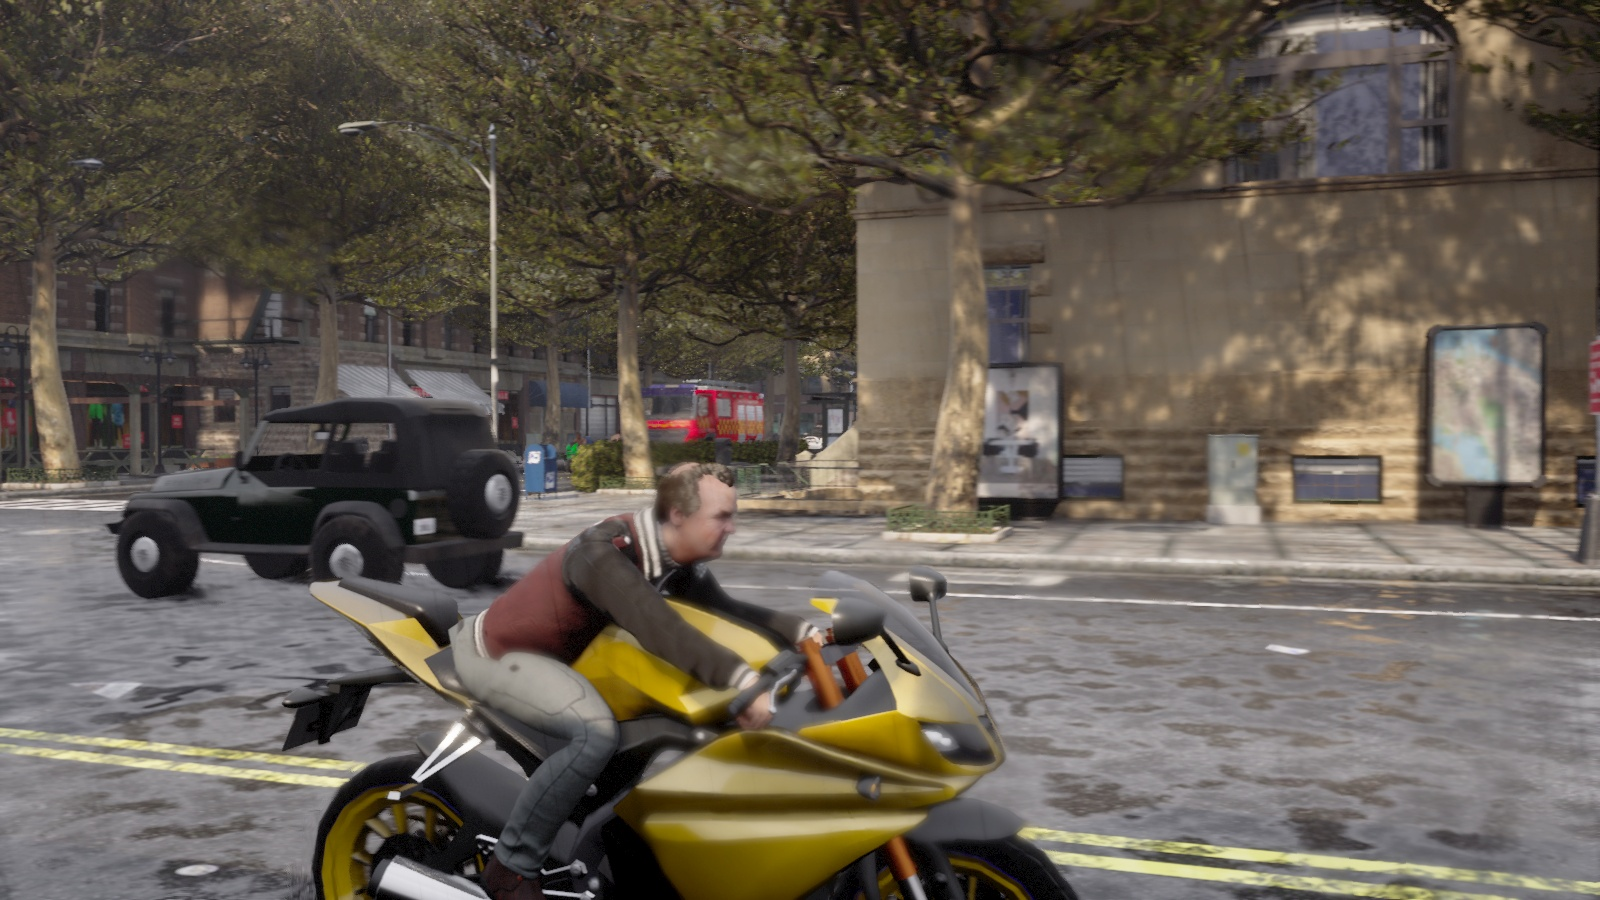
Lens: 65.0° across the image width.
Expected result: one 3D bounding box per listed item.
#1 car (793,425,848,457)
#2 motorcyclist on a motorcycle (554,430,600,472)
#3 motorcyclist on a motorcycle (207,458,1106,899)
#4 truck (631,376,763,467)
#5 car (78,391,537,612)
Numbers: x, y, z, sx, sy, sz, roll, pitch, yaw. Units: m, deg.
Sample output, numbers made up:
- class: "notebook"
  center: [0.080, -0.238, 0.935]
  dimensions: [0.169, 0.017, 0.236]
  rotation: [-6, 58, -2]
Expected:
- class: "car"
  center: [1.257, -0.549, 74.606]
  dimensions: [1.932, 1.855, 4.605]
  rotation: [1, 1, 19]
- class: "motorcyclist on a motorcycle"
  center: [-8.269, 0.030, 46.600]
  dimensions: [0.797, 1.523, 2.044]
  rotation: [1, 1, 19]
- class: "motorcyclist on a motorcycle"
  center: [-0.358, 0.807, 3.316]
  dimensions: [2.191, 1.530, 0.866]
  rotation: [1, 1, 19]
- class: "truck"
  center: [-4.535, -1.278, 57.581]
  dimensions: [2.891, 3.827, 8.468]
  rotation: [1, 1, 19]
- class: "car"
  center: [-4.745, 0.408, 12.214]
  dimensions: [3.866, 1.878, 1.905]
  rotation: [1, 1, 20]
